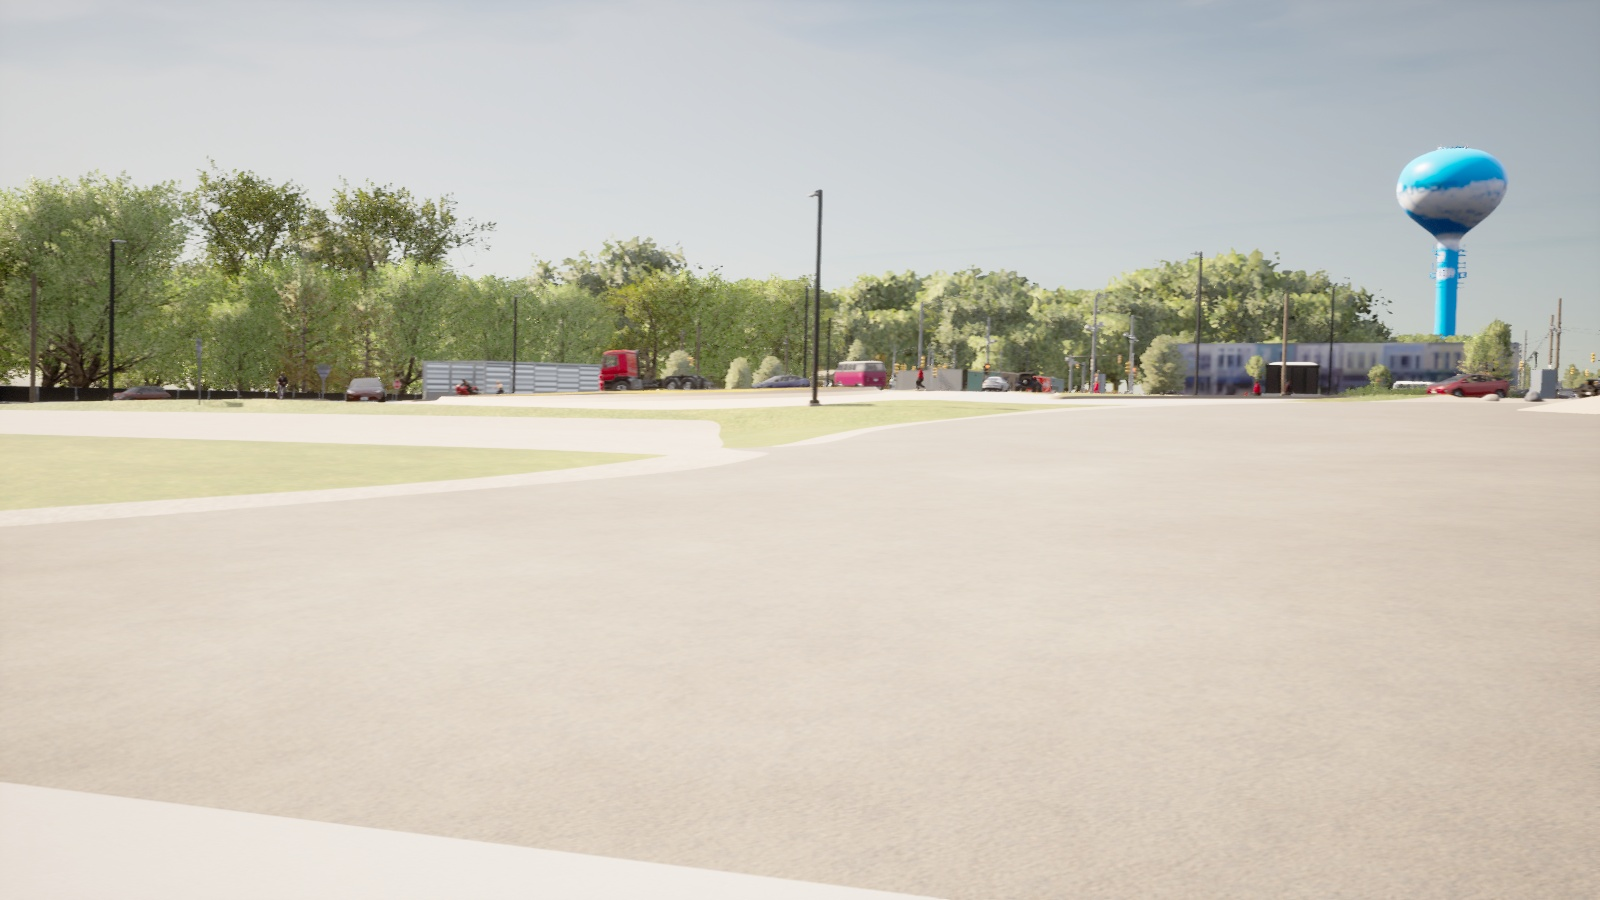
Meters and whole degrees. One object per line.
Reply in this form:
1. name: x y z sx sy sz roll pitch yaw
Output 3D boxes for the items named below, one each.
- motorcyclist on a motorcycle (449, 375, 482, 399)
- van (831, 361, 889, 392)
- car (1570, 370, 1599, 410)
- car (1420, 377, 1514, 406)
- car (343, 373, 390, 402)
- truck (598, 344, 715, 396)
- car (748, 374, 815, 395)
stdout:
1. motorcyclist on a motorcycle: -22.053 -4.150 82.812 0.797 1.523 2.044 -1 2 35
2. van: 3.920 -4.840 83.025 1.775 1.987 4.442 -1 3 -28
3. car: 38.929 -2.814 59.303 3.866 1.878 1.905 1 3 2
4. car: 38.140 -3.330 71.843 4.514 1.525 2.007 1 2 -12
5. car: -24.026 -3.447 69.679 2.163 1.488 4.792 -3 3 -16
6. truck: -10.476 -5.806 91.973 7.936 3.462 2.891 -1 2 10
7. car: -1.466 -5.134 98.333 4.792 1.488 2.163 -2 5 -26
